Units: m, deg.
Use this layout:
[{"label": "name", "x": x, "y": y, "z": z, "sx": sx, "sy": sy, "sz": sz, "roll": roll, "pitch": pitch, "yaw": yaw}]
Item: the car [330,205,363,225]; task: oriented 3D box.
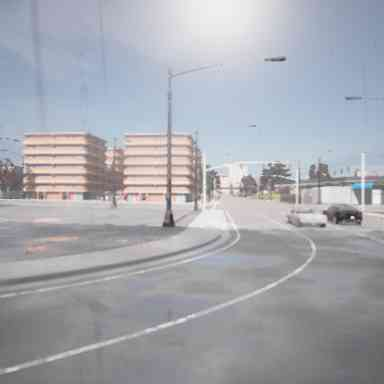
[{"label": "car", "x": 12.111, "y": 1.761, "z": 27.137, "sx": 1.882, "sy": 1.535, "sz": 5.008, "roll": 0, "pitch": 0, "yaw": 5}]

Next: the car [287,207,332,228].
[{"label": "car", "x": 8.389, "y": 1.842, "z": 24.584, "sx": 1.895, "sy": 1.301, "sz": 4.718, "roll": 0, "pitch": 0, "yaw": 5}]
